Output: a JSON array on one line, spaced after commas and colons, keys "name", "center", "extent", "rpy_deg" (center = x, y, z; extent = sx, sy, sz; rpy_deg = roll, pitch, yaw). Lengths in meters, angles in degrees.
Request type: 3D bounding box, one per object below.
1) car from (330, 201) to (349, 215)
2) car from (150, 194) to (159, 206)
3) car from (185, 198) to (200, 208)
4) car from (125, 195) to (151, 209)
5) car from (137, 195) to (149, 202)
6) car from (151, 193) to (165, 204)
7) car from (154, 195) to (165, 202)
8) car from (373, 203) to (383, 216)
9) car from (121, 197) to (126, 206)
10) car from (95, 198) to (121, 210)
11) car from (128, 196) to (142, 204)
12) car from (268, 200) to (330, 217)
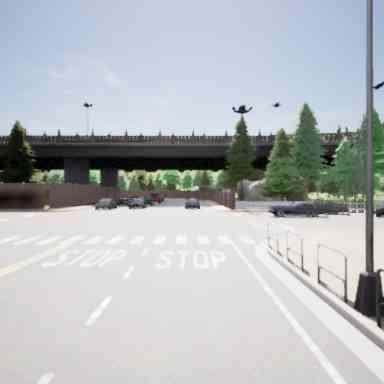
[{"name": "car", "center": [12.212, 1.446, 32.215], "extent": [5.357, 1.411, 2.033], "rpy_deg": [0, 0, 2]}, {"name": "car", "center": [-7.011, 1.471, 53.135], "extent": [2.033, 1.411, 5.357], "rpy_deg": [0, 0, 0]}, {"name": "car", "center": [0.090, 1.498, 45.788], "extent": [1.994, 1.385, 4.181], "rpy_deg": [0, 0, 0]}, {"name": "car", "center": [-7.067, 1.501, 43.906], "extent": [1.994, 1.385, 4.181], "rpy_deg": [0, 0, 0]}, {"name": "car", "center": [-10.532, 1.421, 72.072], "extent": [1.812, 1.442, 4.674], "rpy_deg": [0, 0, 0]}, {"name": "car", "center": [-7.013, 1.131, 63.229], "extent": [2.150, 2.045, 5.566], "rpy_deg": [0, 0, 0]}, {"name": "car", "center": [-7.041, 1.448, 73.073], "extent": [1.994, 1.385, 4.181], "rpy_deg": [0, 0, 0]}, {"name": "car", "center": [17.789, 1.257, 28.413], "extent": [4.553, 1.767, 2.097], "rpy_deg": [0, 0, 6]}, {"name": "car", "center": [-10.513, 1.490, 51.613], "extent": [1.994, 1.385, 4.181], "rpy_deg": [0, 0, 0]}, {"name": "car", "center": [-10.578, 1.466, 41.157], "extent": [1.812, 1.442, 4.674], "rpy_deg": [0, 0, 0]}, {"name": "car", "center": [-10.513, 1.437, 61.746], "extent": [1.812, 1.442, 4.674], "rpy_deg": [0, 0, 0]}, {"name": "car", "center": [9.034, 1.504, 28.866], "extent": [4.718, 1.301, 1.895], "rpy_deg": [0, 0, 1]}]
